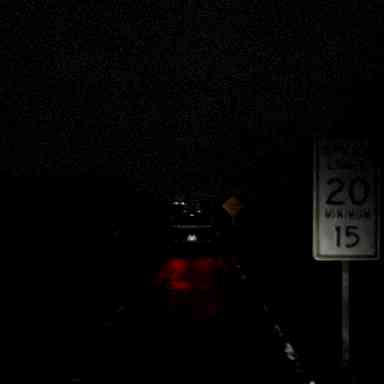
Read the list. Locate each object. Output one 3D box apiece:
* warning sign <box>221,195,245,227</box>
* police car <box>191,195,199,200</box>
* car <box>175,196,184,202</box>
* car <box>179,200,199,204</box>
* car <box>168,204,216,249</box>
[{"bbox_3d":[2.454,1.119,19.903,1.300,1.860,1.060,0,0,0],"label":"warning sign"},{"bbox_3d":[0.825,1.576,90.019,1.930,1.638,5.238,0,0,0],"label":"police car"},{"bbox_3d":[-2.749,1.576,75.942,1.882,1.535,5.008,0,0,0],"label":"car"},{"bbox_3d":[0.000,1.631,29.681,1.895,1.301,4.718,0,0,0],"label":"car"},{"bbox_3d":[0.000,1.497,14.651,2.128,1.511,4.902,0,0,0],"label":"car"}]
